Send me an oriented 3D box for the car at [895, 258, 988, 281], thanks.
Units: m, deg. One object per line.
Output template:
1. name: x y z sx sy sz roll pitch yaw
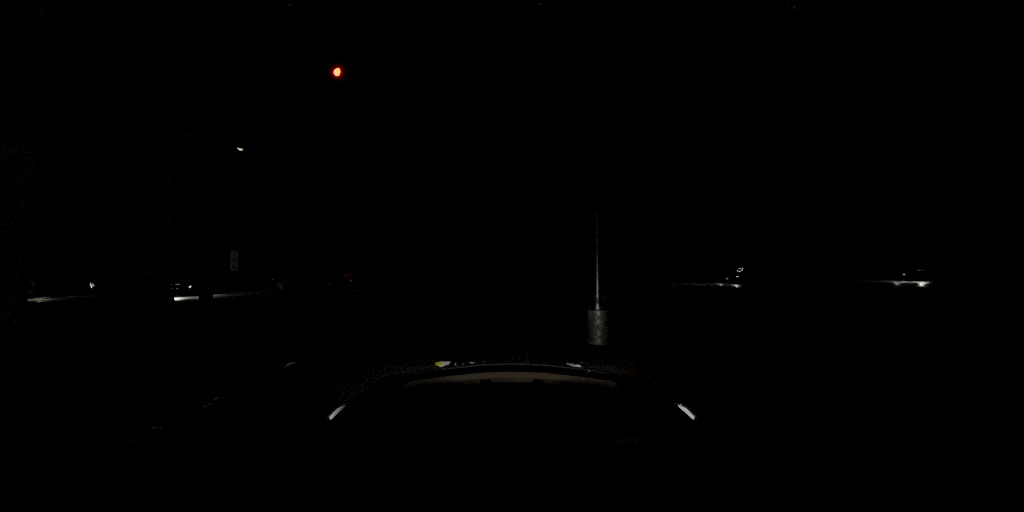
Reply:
1. car: 27.941 0.864 23.395 4.674 1.442 1.812 -2 -2 1

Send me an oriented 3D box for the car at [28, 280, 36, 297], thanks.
1. car: -29.646 1.582 19.850 5.008 1.535 1.882 -1 -2 0

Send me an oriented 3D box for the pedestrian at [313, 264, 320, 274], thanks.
1. pedestrian: -15.056 1.466 27.412 0.375 1.860 0.375 0 -1 0

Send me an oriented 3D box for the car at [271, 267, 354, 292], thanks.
1. car: -13.032 1.497 23.502 5.008 1.535 1.882 -1 -2 0

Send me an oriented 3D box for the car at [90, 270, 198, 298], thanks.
1. car: -20.221 1.495 19.822 4.892 1.490 1.837 -1 -2 0

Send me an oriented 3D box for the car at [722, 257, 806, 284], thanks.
1. car: 16.285 0.875 23.435 4.553 1.767 2.097 -1 -2 0
